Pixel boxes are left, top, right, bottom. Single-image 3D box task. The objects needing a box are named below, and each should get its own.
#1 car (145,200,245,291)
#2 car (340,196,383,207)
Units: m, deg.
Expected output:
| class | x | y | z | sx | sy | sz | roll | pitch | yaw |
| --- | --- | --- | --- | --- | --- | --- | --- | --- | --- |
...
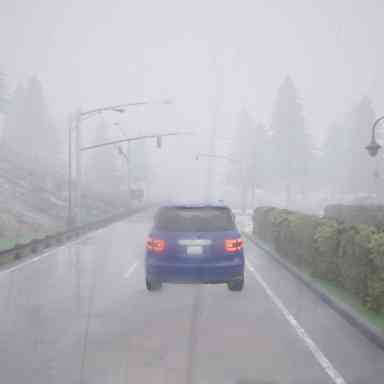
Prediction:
| class | x | y | z | sx | sy | sz | roll | pitch | yaw |
| --- | --- | --- | --- | --- | --- | --- | --- | --- | --- |
| car | 0.074 | 1.221 | 9.144 | 2.150 | 2.045 | 5.566 | 0 | 0 | 0 |
| car | 16.140 | 1.384 | 30.761 | 5.566 | 2.045 | 2.150 | 0 | 0 | 0 |
